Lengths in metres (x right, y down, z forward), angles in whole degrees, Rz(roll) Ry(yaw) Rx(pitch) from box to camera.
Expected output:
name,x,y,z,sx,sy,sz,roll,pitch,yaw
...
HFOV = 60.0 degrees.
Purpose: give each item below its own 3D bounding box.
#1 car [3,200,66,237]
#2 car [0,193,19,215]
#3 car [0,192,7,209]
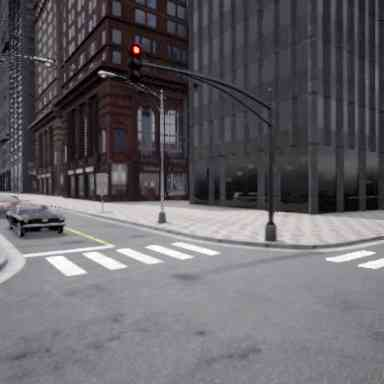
name,x,y,z,sx,sy,sz,roll,pitch,yaw
car,-7.601,1.256,16.078,1.895,1.301,4.718,0,1,-36
car,-13.473,1.001,24.212,1.812,1.442,4.674,0,1,-36
car,-19.414,0.778,32.461,1.882,1.535,5.008,0,1,-36
